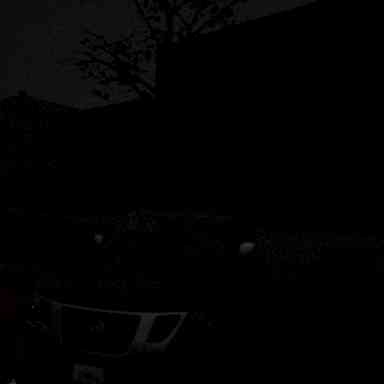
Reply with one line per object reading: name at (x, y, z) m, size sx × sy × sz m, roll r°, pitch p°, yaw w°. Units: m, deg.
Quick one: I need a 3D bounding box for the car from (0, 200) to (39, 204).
car at (-5.028, 1.213, 9.014) m, size 2.435 × 2.045 × 5.566 m, roll 0°, pitch -1°, yaw 15°

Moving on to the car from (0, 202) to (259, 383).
car at (-0.133, 1.224, 5.472) m, size 2.435 × 2.045 × 5.566 m, roll 1°, pitch -1°, yaw 15°

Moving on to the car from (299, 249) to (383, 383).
car at (2.311, 1.512, 3.727) m, size 2.163 × 1.488 × 4.792 m, roll 1°, pitch -1°, yaw 15°
